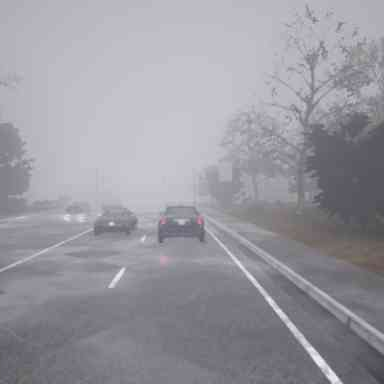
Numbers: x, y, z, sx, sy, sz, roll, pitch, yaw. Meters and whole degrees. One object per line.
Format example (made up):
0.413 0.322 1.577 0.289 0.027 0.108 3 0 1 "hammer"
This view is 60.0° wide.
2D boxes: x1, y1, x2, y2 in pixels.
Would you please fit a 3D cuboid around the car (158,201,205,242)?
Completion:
-0.566 1.359 16.546 2.097 1.767 4.553 0 0 -3 "car"

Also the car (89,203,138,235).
-4.214 1.578 18.903 1.994 1.385 4.181 0 0 -4 "car"

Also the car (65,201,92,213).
-12.717 1.660 37.395 1.895 1.301 4.718 0 0 -4 "car"

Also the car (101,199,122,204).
-9.279 1.534 38.434 1.882 1.535 5.008 0 0 -4 "car"

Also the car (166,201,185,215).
-1.827 1.631 35.090 1.895 1.301 4.718 0 0 -4 "car"
